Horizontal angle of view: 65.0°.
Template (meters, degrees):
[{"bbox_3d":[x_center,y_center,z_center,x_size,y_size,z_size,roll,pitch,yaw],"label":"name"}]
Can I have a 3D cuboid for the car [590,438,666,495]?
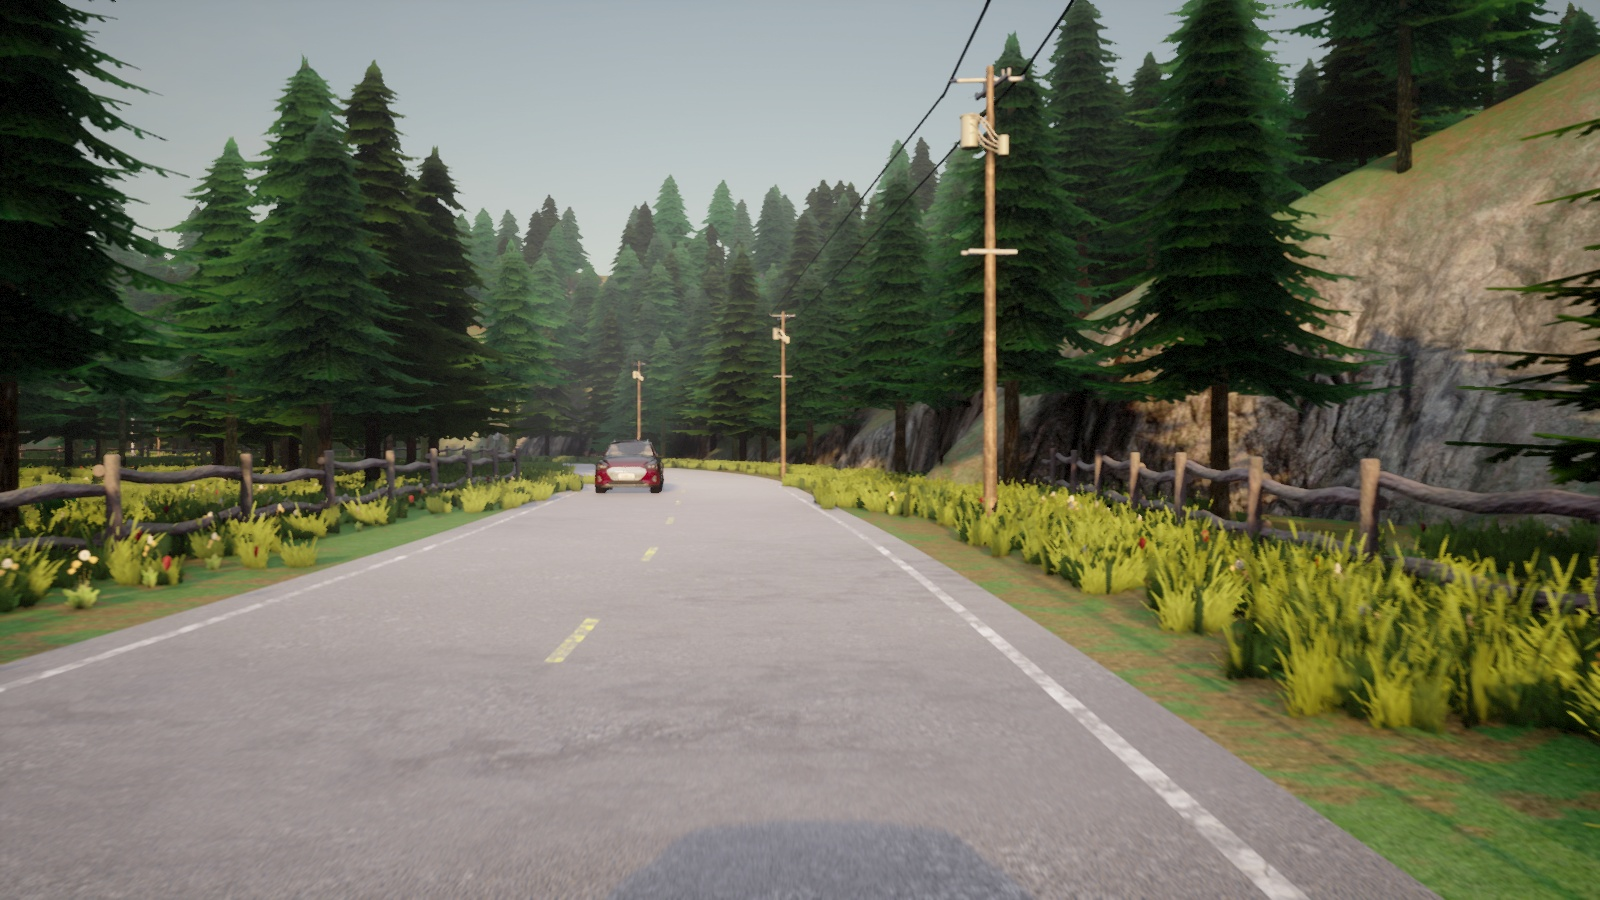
[{"bbox_3d":[-5.174,0.457,38.398,2.033,1.649,4.856,0,0,-4],"label":"car"}]
